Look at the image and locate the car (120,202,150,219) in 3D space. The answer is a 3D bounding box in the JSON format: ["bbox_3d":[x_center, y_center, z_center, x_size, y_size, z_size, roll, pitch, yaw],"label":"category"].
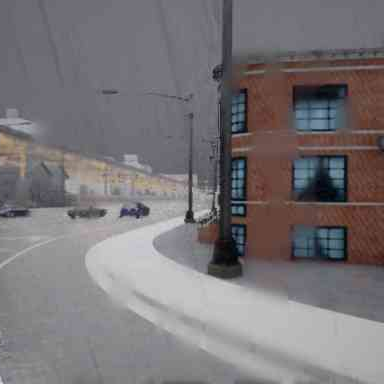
[{"bbox_3d":[-6.025,1.833,35.488,2.097,1.767,4.553,0,-1,9],"label":"car"}]

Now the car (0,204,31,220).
[{"bbox_3d":[-17.459,1.866,31.856,1.994,1.385,4.181,0,-1,9],"label":"car"}]

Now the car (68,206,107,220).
[{"bbox_3d":[-10.081,1.992,32.476,1.895,1.301,4.718,0,-1,9],"label":"car"}]
